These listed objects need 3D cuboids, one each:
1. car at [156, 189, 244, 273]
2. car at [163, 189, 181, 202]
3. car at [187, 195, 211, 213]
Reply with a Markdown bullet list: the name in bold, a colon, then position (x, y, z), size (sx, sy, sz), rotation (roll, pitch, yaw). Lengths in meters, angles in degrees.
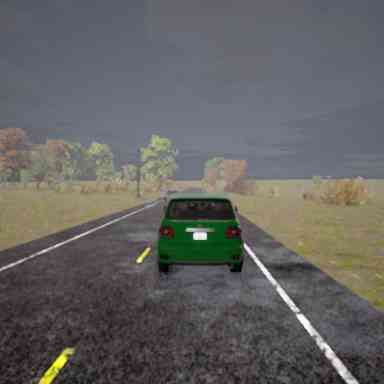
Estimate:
- **car**: position (0.250, 1.018, 10.118), size (2.150, 2.045, 5.566), rotation (0, 1, 2)
- **car**: position (-2.719, 0.427, 46.585), size (2.097, 1.767, 4.553), rotation (0, 1, 1)
- **car**: position (0.622, 1.021, 29.071), size (1.895, 1.301, 4.718), rotation (0, 1, 1)
